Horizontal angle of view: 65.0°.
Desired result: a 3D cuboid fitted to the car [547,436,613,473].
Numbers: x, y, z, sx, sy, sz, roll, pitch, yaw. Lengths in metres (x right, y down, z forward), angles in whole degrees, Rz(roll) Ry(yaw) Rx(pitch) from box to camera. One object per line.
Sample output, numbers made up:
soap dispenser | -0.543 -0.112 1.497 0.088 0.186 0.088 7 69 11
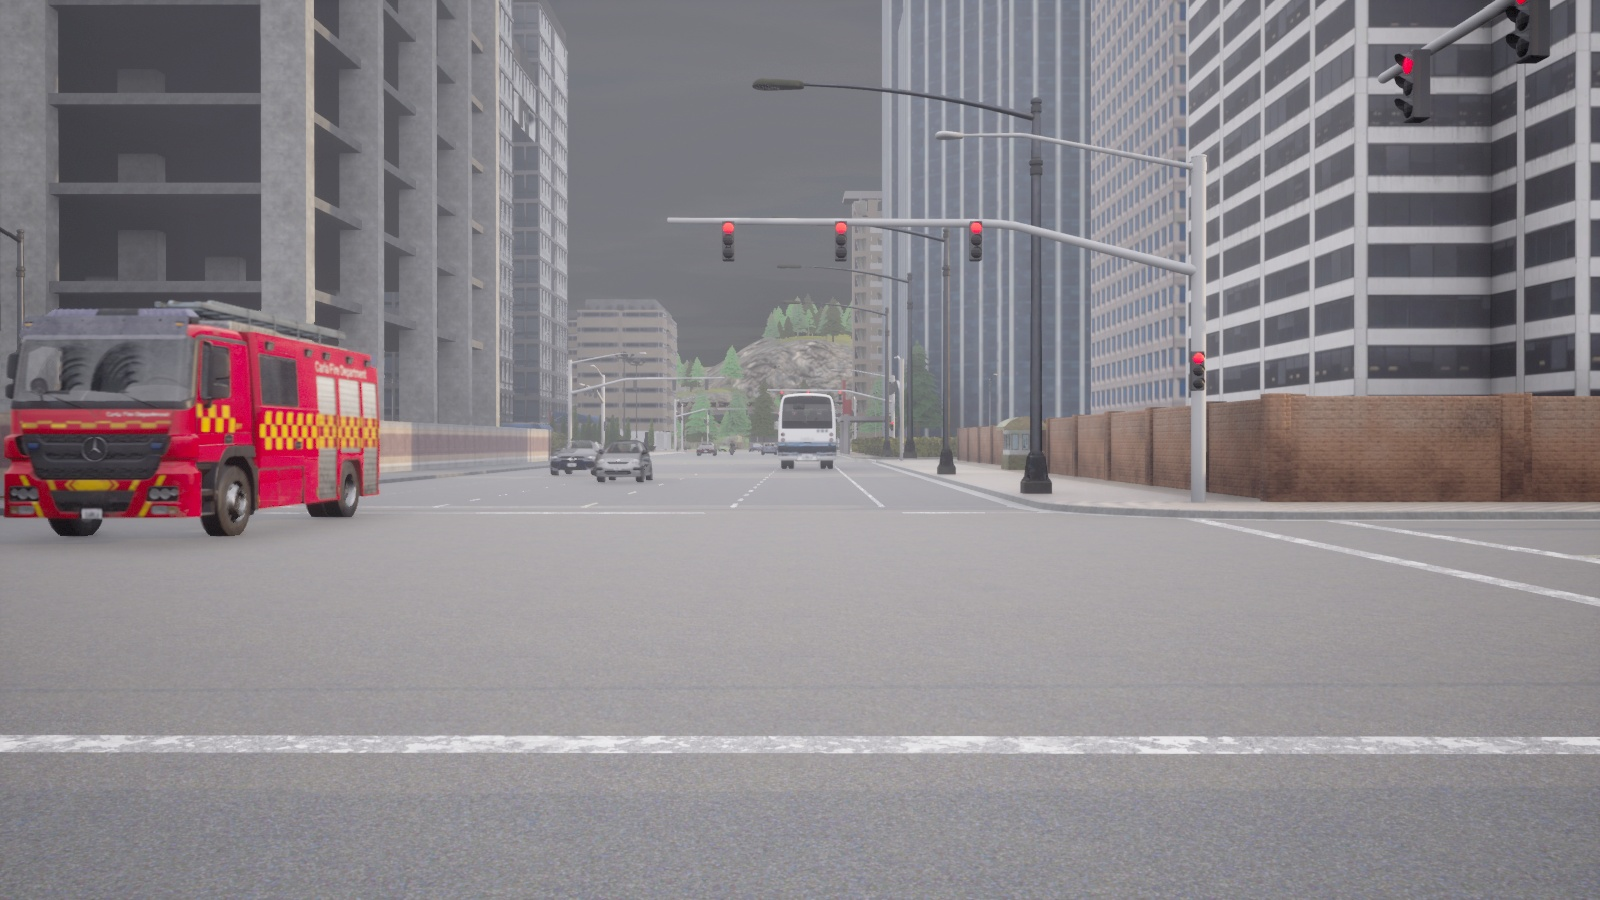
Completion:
car | -10.165 0.188 58.372 2.152 1.651 5.027 0 0 0

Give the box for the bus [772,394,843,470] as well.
bus | 0.429 -1.054 75.279 3.944 4.253 10.273 0 0 0

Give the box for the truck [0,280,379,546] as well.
truck | -10.362 -0.552 22.309 2.891 3.827 8.468 0 0 0

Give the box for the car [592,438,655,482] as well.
car | -6.720 0.367 48.202 1.851 1.617 3.988 0 0 0
